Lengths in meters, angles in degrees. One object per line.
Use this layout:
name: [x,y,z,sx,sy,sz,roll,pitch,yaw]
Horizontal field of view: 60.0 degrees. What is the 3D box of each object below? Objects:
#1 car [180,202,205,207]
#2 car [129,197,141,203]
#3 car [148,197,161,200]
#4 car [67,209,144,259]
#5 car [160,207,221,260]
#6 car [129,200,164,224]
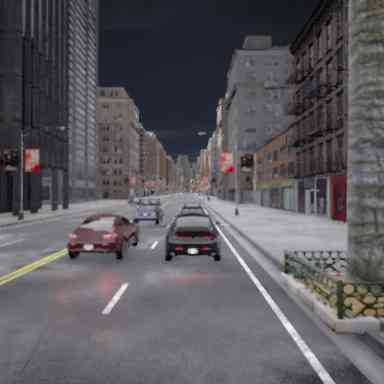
car: [0.051,1.569,27.567,2.128,1.511,4.902,0,0,0]
car: [-9.772,1.661,58.162,1.812,1.442,4.674,0,0,1]
car: [-6.525,1.626,58.407,2.128,1.511,4.902,0,0,1]
car: [-3.200,1.565,12.655,1.812,1.442,4.674,0,-1,1]
car: [0.051,1.544,12.564,1.837,1.490,4.892,0,0,1]
car: [-3.218,1.619,25.398,2.033,1.411,5.357,0,0,0]
